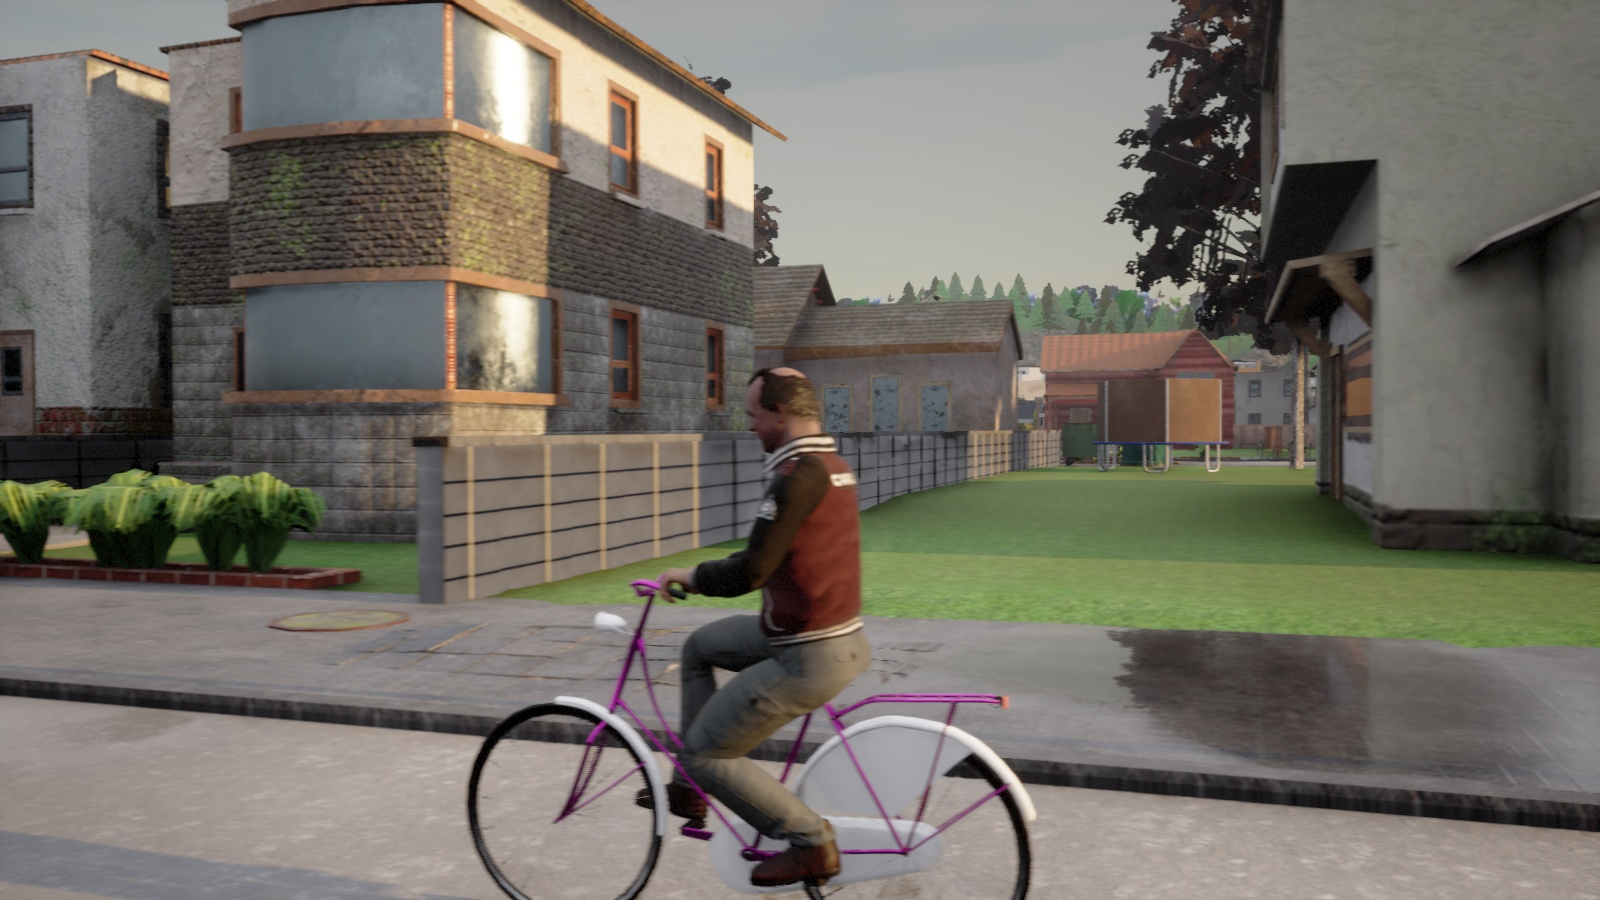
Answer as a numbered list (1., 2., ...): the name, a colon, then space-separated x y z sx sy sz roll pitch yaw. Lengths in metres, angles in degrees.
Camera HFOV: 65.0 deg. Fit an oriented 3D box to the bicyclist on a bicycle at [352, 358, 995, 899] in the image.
1. bicyclist on a bicycle: -0.388 0.634 3.850 1.843 1.776 0.659 1 1 19
